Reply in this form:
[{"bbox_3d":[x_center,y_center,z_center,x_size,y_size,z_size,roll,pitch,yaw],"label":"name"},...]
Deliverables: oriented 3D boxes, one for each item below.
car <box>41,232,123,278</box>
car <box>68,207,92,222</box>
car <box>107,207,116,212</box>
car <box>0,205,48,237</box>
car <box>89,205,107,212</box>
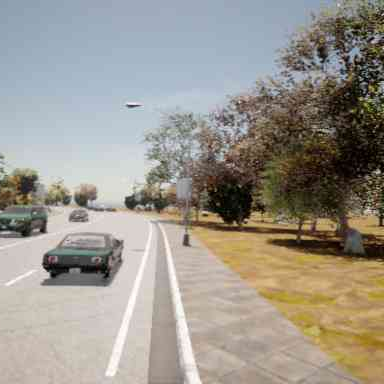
[{"bbox_3d":[-3.546,2.061,11.706,1.895,1.301,4.718,2,-3,-6],"label":"car"},{"bbox_3d":[-14.175,2.926,41.735,1.837,1.490,4.892,2,-3,-9],"label":"car"},{"bbox_3d":[-21.929,4.687,89.890,1.994,1.385,4.181,3,-3,-28],"label":"car"},{"bbox_3d":[-11.845,1.927,23.237,2.150,2.045,5.566,2,-3,-6],"label":"car"},{"bbox_3d":[-24.802,4.472,87.819,2.033,1.411,5.357,3,-3,-28],"label":"car"}]
